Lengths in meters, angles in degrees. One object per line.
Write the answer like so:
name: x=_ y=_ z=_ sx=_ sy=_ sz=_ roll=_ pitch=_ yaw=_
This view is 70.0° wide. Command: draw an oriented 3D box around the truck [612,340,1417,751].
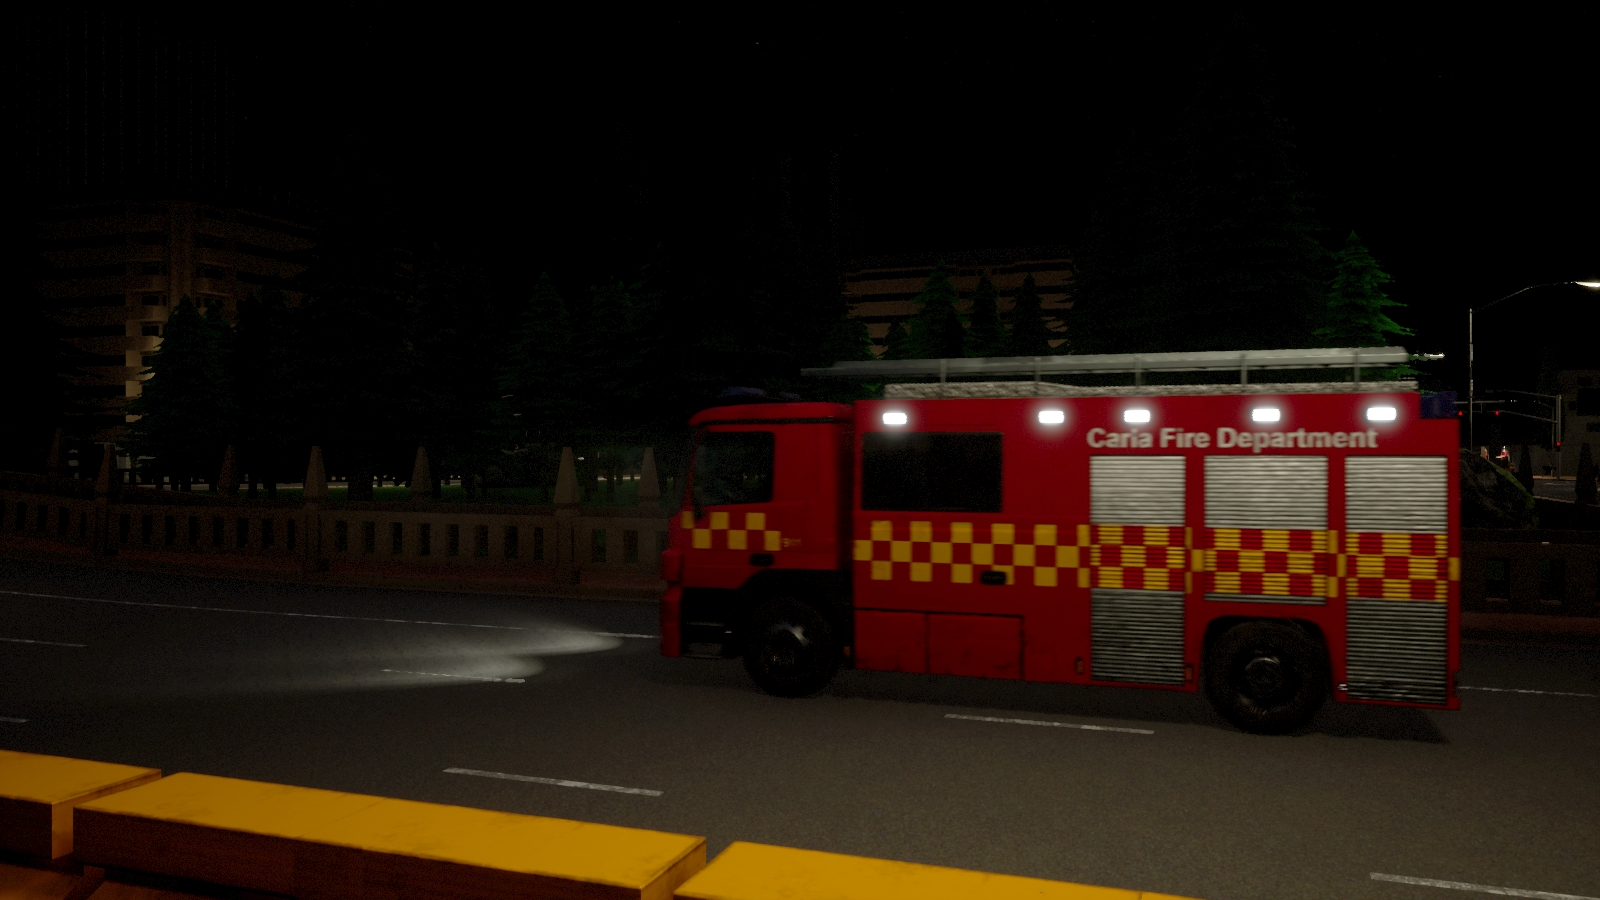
truck: x=2.249 y=0.891 z=13.433 sx=8.468 sy=3.827 sz=2.891 roll=0 pitch=0 yaw=20
